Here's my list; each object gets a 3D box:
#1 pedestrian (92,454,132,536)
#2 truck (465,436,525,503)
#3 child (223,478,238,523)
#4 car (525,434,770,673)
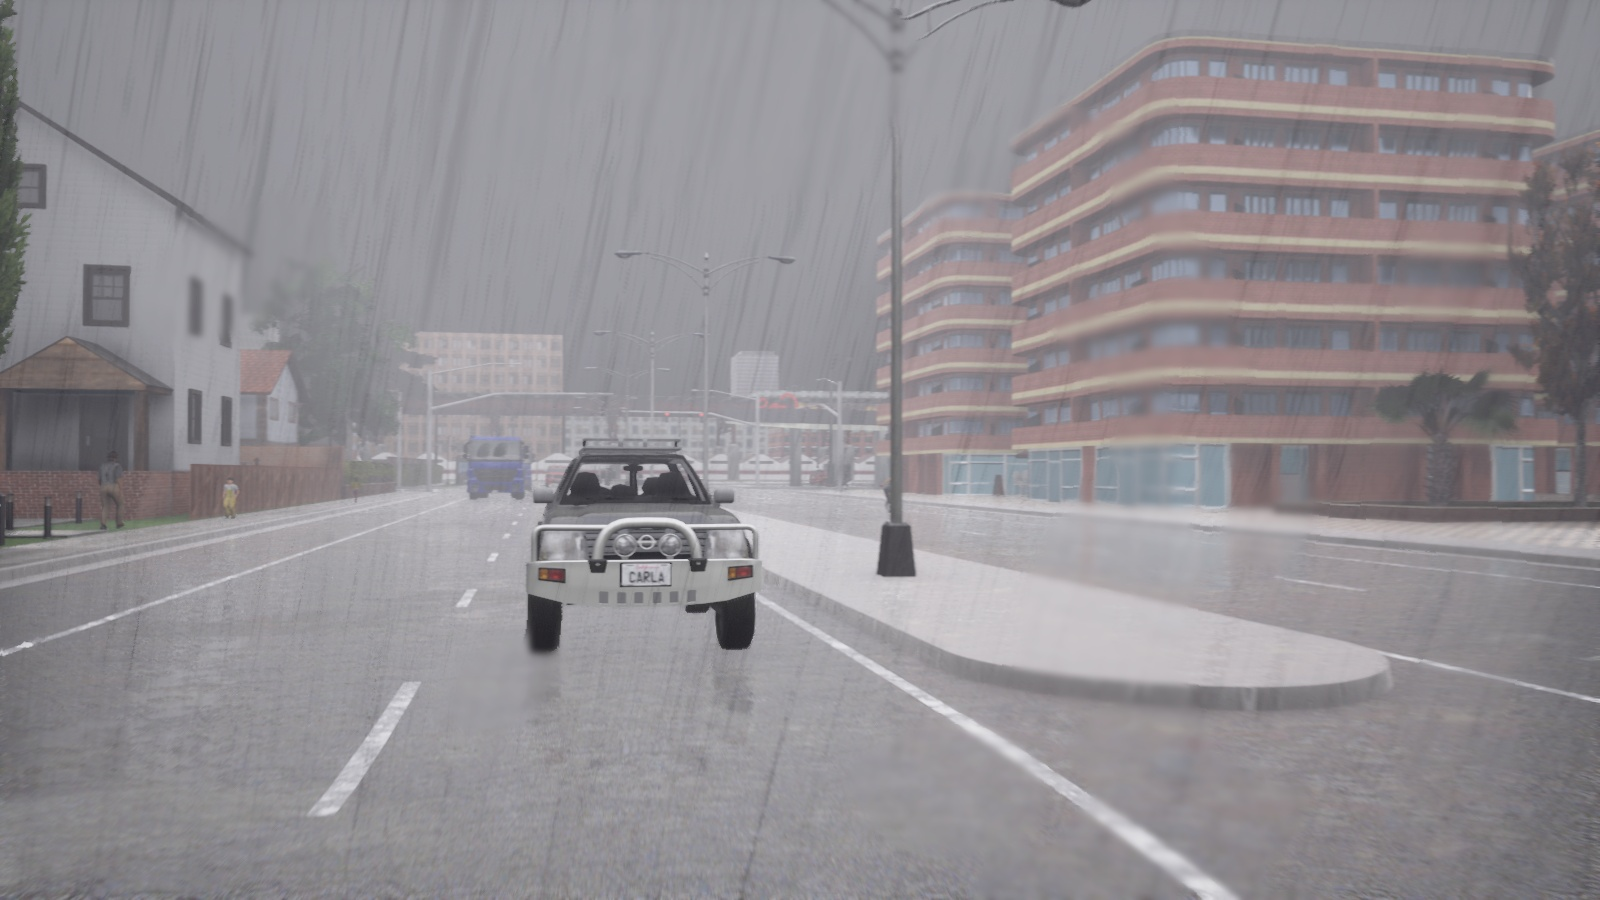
[{"bbox_3d":[-15.601,1.015,28.470,0.540,1.848,0.694,0,-1,-3],"label":"pedestrian"},{"bbox_3d":[-16.640,1.072,69.004,2.891,3.462,7.936,0,-1,-11],"label":"truck"},{"bbox_3d":[-16.310,1.434,35.950,0.270,1.263,0.437,0,-1,-6],"label":"child"},{"bbox_3d":[-1.648,0.845,12.234,1.932,1.855,4.605,0,-1,-11],"label":"car"}]
